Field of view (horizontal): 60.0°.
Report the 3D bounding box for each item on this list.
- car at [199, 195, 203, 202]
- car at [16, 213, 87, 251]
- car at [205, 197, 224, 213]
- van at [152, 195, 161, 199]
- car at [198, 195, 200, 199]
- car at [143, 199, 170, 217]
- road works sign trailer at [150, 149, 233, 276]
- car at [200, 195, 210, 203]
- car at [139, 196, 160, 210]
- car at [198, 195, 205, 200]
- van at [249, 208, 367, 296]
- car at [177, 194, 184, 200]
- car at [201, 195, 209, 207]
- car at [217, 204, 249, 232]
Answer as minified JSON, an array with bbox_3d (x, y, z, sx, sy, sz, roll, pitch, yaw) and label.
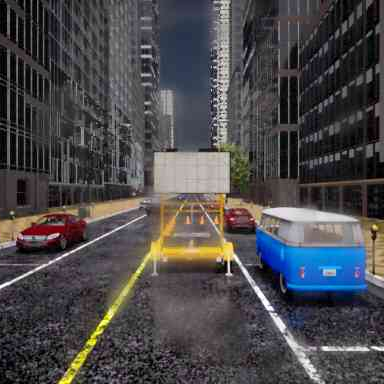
[{"bbox_3d":[2.676,1.538,53.886,2.008,1.369,4.403,0,0,0],"label":"car"},{"bbox_3d":[-5.695,1.582,14.039,1.802,1.307,4.206,0,0,0],"label":"car"},{"bbox_3d":[2.680,1.581,36.808,1.802,1.307,4.206,0,0,0],"label":"car"},{"bbox_3d":[-5.704,1.328,53.887,1.690,1.788,3.998,0,0,0],"label":"van"},{"bbox_3d":[2.673,1.410,65.271,1.967,1.590,4.097,0,0,0],"label":"car"},{"bbox_3d":[-3.109,1.600,31.474,1.895,1.301,4.718,0,0,0],"label":"car"},{"bbox_3d":[-0.003,0.464,10.365,2.380,3.560,2.880,0,0,0],"label":"road works sign trailer"},{"bbox_3d":[2.672,1.401,70.963,1.967,1.590,4.097,0,0,0],"label":"car"},{"bbox_3d":[-5.702,1.548,42.502,2.008,1.369,4.403,0,0,0],"label":"car"},{"bbox_3d":[2.666,1.462,93.733,1.887,1.381,4.507,0,0,0],"label":"car"},{"bbox_3d":[2.688,1.341,8.347,1.690,1.788,3.998,0,0,0],"label":"van"},{"bbox_3d":[-3.025,1.419,89.834,2.128,1.511,4.902,0,0,0],"label":"car"},{"bbox_3d":[2.678,1.544,48.193,2.008,1.369,4.403,0,0,0],"label":"car"},{"bbox_3d":[2.685,1.581,19.731,1.802,1.307,4.206,0,0,0],"label":"car"}]
